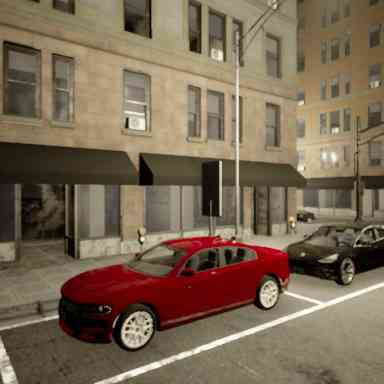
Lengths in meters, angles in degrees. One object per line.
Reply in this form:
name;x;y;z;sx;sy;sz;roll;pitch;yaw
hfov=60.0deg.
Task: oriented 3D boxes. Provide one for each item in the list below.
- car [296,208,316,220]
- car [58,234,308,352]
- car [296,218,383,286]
car;6.946;1.604;25.981;2.033;1.411;5.357;0;0;-33
car;-0.079;1.543;6.171;4.507;1.381;1.887;0;0;-36
car;4.355;1.562;9.442;4.313;1.339;1.947;0;0;-36
